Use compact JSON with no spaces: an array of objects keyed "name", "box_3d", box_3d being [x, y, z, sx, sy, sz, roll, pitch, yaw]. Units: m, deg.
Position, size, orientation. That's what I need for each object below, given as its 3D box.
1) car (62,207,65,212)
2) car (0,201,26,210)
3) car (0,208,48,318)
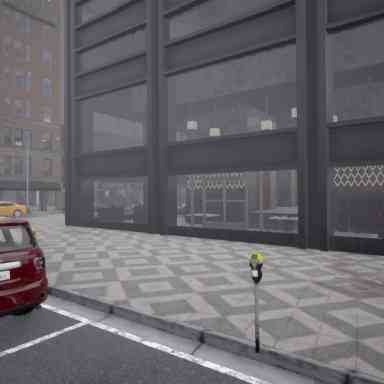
[{"name":"car","box_3d":[-12.461,1.794,39.157,2.033,1.411,5.357,-1,-1,35]},{"name":"car","box_3d":[-18.234,1.641,31.175,1.882,1.535,5.008,-1,-1,36]},{"name":"car","box_3d":[-4.743,1.317,6.248,5.009,1.841,2.192,0,-1,36]}]
